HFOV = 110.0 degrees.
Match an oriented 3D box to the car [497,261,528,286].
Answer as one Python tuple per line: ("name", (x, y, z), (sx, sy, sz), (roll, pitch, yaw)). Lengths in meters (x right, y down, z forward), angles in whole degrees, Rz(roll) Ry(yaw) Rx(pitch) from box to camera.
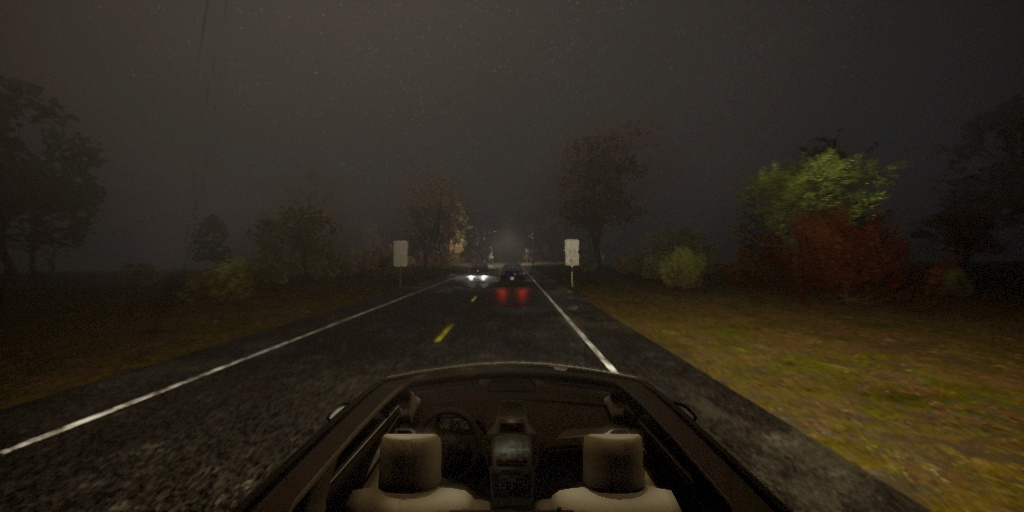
("car", (0.029, 1.257, 25.218), (1.812, 1.442, 4.674), (0, 0, 1))

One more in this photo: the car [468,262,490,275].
("car", (-3.492, 1.331, 38.846), (1.994, 1.385, 4.181), (0, 0, 0))
